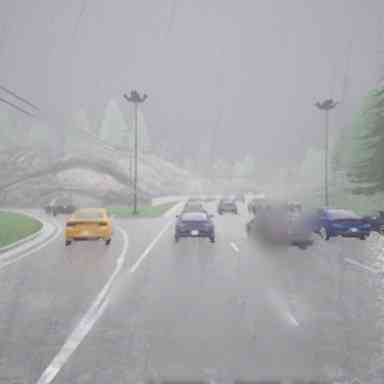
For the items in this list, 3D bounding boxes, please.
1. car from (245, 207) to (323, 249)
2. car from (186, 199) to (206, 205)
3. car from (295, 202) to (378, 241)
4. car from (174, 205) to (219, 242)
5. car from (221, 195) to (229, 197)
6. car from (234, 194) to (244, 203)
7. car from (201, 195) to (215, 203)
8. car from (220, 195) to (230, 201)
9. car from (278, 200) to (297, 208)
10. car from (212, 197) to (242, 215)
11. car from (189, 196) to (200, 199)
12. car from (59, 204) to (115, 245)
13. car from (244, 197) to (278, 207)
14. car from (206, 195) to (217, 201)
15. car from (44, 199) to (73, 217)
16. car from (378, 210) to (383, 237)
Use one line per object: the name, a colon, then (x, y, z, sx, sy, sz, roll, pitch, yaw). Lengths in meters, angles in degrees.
car: (3.626, 1.588, 14.635, 2.033, 1.411, 5.357, 0, 0, 0)
car: (0.165, 1.688, 33.804, 1.895, 1.301, 4.718, 0, 0, 0)
car: (7.130, 1.527, 17.110, 1.882, 1.535, 5.008, 0, 0, 0)
car: (0.115, 1.569, 16.519, 1.812, 1.442, 4.674, 0, 0, 0)
car: (7.162, 1.736, 75.085, 2.033, 1.411, 5.357, 0, 0, 2)
car: (10.663, 1.424, 75.109, 2.150, 2.045, 5.566, 0, 0, 2)
car: (3.686, 1.752, 76.499, 1.994, 1.385, 4.181, 0, 0, 2)
car: (8.529, 1.582, 85.381, 1.837, 1.490, 4.892, 0, 0, 17)
car: (10.656, 1.627, 36.380, 1.812, 1.442, 4.674, 0, 0, 0)
car: (3.668, 1.585, 35.346, 2.128, 1.511, 4.902, 0, 0, 0)
car: (0.181, 1.672, 76.181, 1.882, 1.535, 5.008, 0, 0, 2)
car: (-4.797, 1.516, 15.953, 1.882, 1.535, 5.008, 0, 0, -12)
car: (7.167, 1.447, 35.086, 2.097, 1.767, 4.553, 0, 0, 0)
car: (5.127, 1.602, 86.206, 1.812, 1.442, 4.674, 0, 0, 17)
car: (-13.123, 1.428, 32.931, 2.097, 1.767, 4.553, 0, 0, -36)
car: (10.633, 1.656, 18.333, 1.895, 1.301, 4.718, 0, 0, 0)
